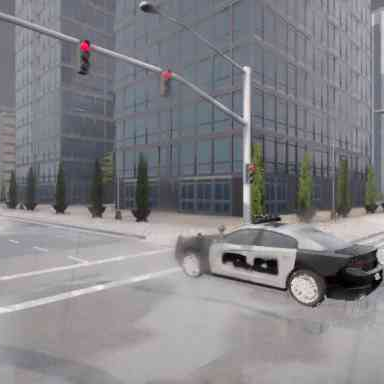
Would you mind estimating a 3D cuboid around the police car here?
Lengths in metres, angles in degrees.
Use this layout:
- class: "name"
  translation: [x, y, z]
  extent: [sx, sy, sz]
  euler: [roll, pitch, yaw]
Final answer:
- class: "police car"
  translation: [1.709, 1.426, 8.221]
  extent: [5.238, 1.638, 1.930]
  euler: [0, 0, 43]
